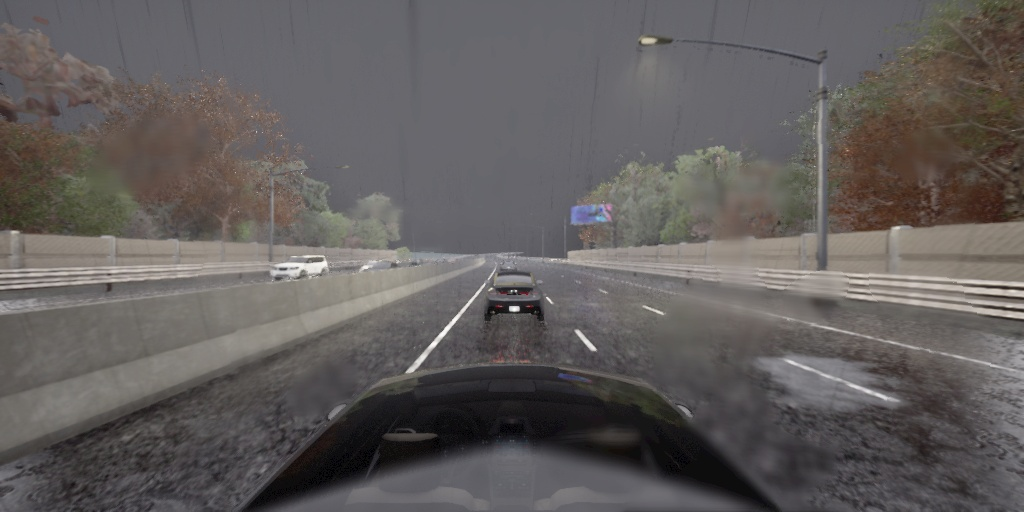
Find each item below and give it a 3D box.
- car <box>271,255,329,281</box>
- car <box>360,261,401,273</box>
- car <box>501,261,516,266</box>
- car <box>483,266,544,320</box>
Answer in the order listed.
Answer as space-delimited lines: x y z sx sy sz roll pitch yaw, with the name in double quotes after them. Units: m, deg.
-17.849 0.966 30.578 2.150 2.045 5.566 0 0 0 "car"
-10.848 1.248 30.560 1.837 1.490 4.892 0 0 -1 "car"
-0.405 1.298 43.164 1.994 1.385 4.181 0 0 -1 "car"
0.055 1.251 12.597 1.837 1.490 4.892 0 0 0 "car"
